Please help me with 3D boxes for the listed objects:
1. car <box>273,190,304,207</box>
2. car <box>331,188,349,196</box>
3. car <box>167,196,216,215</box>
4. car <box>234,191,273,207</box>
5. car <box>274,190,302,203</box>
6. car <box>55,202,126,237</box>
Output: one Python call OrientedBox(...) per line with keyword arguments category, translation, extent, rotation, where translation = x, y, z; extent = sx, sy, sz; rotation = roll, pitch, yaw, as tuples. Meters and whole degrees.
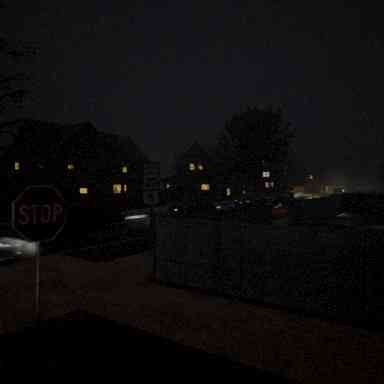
OrientedBox(category="car", translation=(9.543, 0.804, 32.890), extent=(1.895, 1.301, 4.718), rotation=(1, 2, 36))
OrientedBox(category="car", translation=(23.147, 0.165, 51.928), extent=(1.837, 1.490, 4.892), rotation=(1, 2, 35))
OrientedBox(category="car", translation=(0.056, 1.009, 24.661), extent=(1.994, 1.385, 4.181), rotation=(1, 2, 36))
OrientedBox(category="car", translation=(5.936, 0.712, 32.893), extent=(1.837, 1.490, 4.892), rotation=(1, 2, 36))
OrientedBox(category="car", translation=(11.966, 0.493, 41.270), extent=(1.812, 1.442, 4.674), rotation=(1, 2, 36))
OrientedBox(category="car", translation=(-5.742, 1.229, 16.505), extent=(2.033, 1.411, 5.357), rotation=(1, 2, 34))
